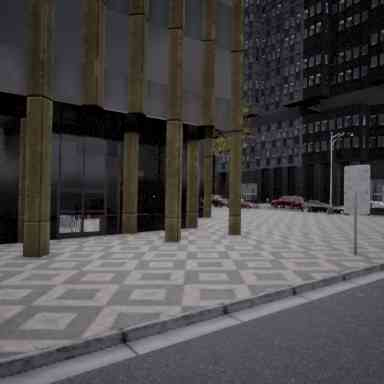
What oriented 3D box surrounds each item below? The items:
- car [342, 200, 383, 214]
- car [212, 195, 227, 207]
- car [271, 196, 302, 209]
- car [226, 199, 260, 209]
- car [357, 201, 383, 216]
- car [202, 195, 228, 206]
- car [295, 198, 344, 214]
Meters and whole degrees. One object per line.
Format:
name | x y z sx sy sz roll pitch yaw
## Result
car | 20.107 1.709 38.756 2.008 1.369 4.403 1 -1 -35
car | 3.594 1.312 47.309 2.192 1.841 5.009 1 -1 -35
car | 13.731 1.488 47.751 2.192 1.841 5.009 1 -1 -35
car | 6.780 1.571 42.809 1.802 1.307 4.206 1 -1 -35
car | 16.350 1.518 29.321 2.008 1.369 4.403 1 -1 -35
car | 4.162 1.512 61.239 2.192 1.841 5.009 1 -1 -35
car | 13.160 1.540 33.817 1.947 1.339 4.313 1 -1 -35
